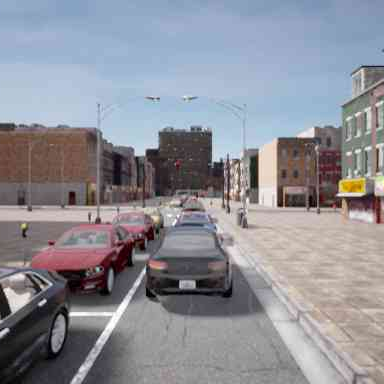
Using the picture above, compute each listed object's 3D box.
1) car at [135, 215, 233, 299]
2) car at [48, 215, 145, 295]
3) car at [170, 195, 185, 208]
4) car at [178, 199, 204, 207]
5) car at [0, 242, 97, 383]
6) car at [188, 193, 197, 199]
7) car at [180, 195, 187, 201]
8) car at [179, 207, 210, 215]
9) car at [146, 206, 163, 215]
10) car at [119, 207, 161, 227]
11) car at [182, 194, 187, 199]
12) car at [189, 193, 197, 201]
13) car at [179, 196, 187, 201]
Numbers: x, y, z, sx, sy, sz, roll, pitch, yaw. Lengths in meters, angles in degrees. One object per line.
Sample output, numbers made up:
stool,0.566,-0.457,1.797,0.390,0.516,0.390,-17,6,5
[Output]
car,-0.036,1.534,8.387,1.812,1.442,4.674,0,0,1
car,-2.611,1.553,8.773,1.887,1.381,4.507,0,0,0
car,-2.499,1.634,51.549,1.752,1.417,4.829,0,0,0
car,0.180,1.544,26.301,1.837,1.490,4.892,0,0,2
car,-2.625,1.554,3.279,2.008,1.369,4.403,0,0,0
car,0.217,1.576,82.181,2.097,1.767,4.553,0,0,0
car,-2.383,1.725,95.271,1.967,1.590,4.097,0,0,0
car,0.136,1.620,16.000,1.895,1.301,4.718,0,0,0
car,-2.583,1.551,19.591,1.752,1.417,4.829,0,0,0
car,-2.597,1.561,14.267,1.887,1.381,4.507,0,0,0
car,-2.483,1.443,57.162,2.192,1.841,5.009,0,0,0
car,0.244,1.330,92.245,2.150,2.045,5.566,0,0,0
car,-2.398,1.807,89.826,1.887,1.381,4.507,0,0,0
